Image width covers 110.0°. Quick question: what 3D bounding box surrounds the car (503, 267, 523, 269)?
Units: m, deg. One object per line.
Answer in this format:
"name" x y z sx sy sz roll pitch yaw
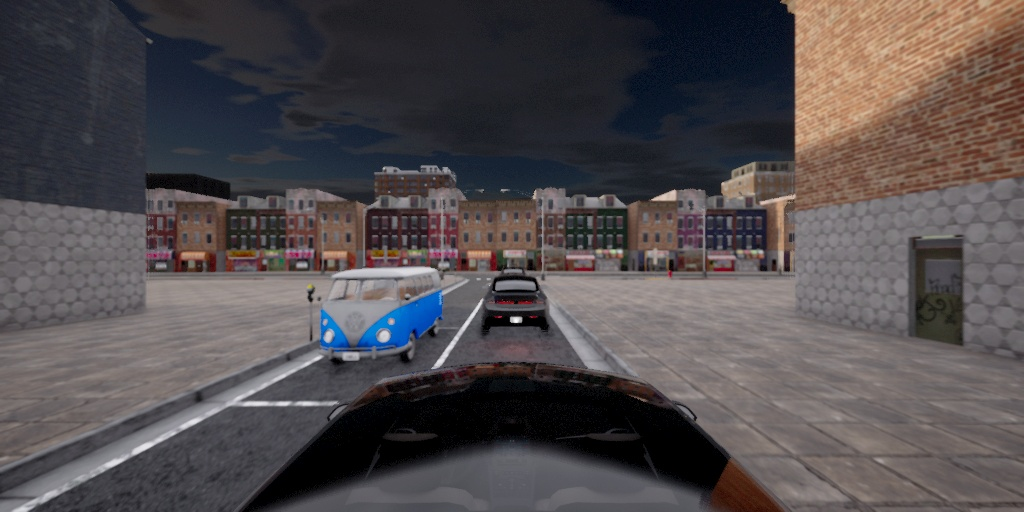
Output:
"car" 0.061 1.444 22.724 1.837 1.490 4.892 0 0 0

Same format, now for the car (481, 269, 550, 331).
"car" 0.085 1.342 11.345 1.837 1.490 4.892 0 0 0

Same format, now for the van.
"van" -2.648 1.146 7.990 1.690 1.789 3.998 0 0 0
